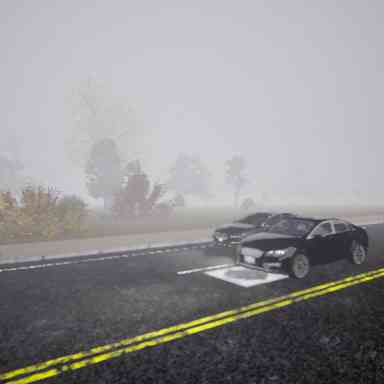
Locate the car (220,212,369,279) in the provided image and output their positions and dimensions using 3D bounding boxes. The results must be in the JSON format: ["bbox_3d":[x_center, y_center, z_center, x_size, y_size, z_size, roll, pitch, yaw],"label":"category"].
[{"bbox_3d":[3.515,1.526,10.217,4.902,1.511,2.128,0,0,-35],"label":"car"}]

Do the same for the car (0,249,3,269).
[{"bbox_3d":[-6.994,1.238,6.660,5.566,2.045,2.150,1,0,-36],"label":"car"}]

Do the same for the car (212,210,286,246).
[{"bbox_3d":[3.045,1.551,13.880,4.892,1.490,1.837,0,0,-36],"label":"car"}]
